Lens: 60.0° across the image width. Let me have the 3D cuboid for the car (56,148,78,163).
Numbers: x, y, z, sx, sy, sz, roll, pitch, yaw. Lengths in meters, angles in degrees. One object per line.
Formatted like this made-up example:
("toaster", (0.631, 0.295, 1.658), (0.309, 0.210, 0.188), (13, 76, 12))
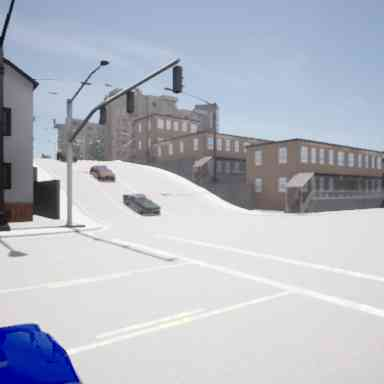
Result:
("car", (-19.340, -5.650, 51.294), (2.150, 2.045, 5.566), (0, 8, -35))

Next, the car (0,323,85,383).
("car", (-2.938, 1.602, 1.673), (4.718, 1.301, 1.895), (0, 0, -35))

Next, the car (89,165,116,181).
("car", (-10.427, -2.324, 38.850), (1.994, 1.385, 4.181), (0, 17, -37))

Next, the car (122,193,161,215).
("car", (-4.740, 0.989, 31.194), (1.895, 1.301, 4.718), (0, 15, -36))
